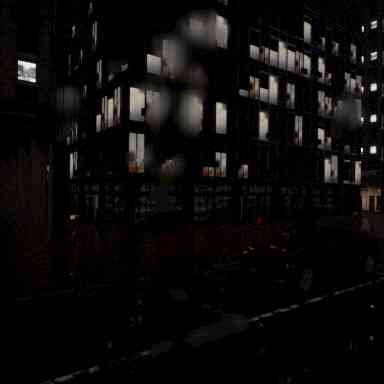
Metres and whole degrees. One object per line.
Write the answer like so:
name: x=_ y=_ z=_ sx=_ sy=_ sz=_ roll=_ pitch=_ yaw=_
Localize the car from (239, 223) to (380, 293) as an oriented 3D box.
car: x=3.239 y=1.546 z=8.861 sx=4.507 sy=1.381 sz=1.887 roll=0 pitch=1 yaw=-36
